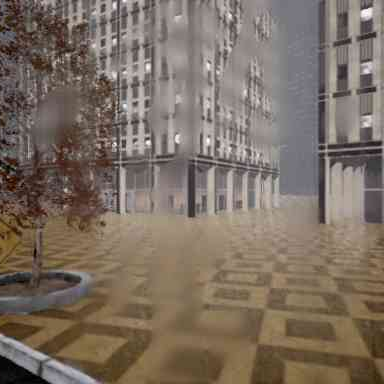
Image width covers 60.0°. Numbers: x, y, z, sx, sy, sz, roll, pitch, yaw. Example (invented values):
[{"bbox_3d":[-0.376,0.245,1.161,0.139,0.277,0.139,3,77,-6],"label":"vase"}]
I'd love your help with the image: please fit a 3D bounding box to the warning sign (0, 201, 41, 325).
[{"bbox_3d":[-3.376,1.107,5.416,1.060,1.860,1.300,0,0,34],"label":"warning sign"}]
